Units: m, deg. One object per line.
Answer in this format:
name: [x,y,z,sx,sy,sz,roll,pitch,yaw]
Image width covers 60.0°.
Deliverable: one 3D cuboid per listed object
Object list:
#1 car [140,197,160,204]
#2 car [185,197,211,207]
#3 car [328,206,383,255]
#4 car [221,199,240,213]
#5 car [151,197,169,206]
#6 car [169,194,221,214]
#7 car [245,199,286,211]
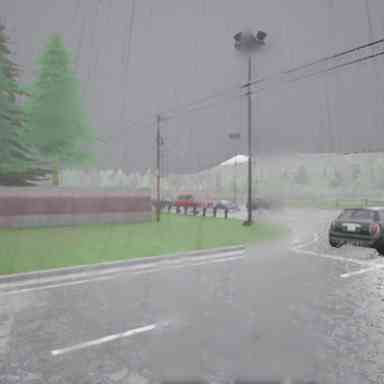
car: [-8.301,1.627,65.614,1.895,1.301,4.718,0,0,-36]
car: [0.856,1.590,52.826,1.994,1.385,4.181,0,0,-36]
car: [7.589,1.364,13.458,4.553,1.767,2.097,0,0,-35]
car: [3.380,1.547,37.367,1.812,1.442,4.674,0,0,-36]
car: [-3.656,1.498,47.103,1.882,1.535,5.008,0,0,-36]
car: [0.235,1.238,35.737,2.150,2.045,5.566,0,0,-36]
car: [9.087,1.575,41.424,2.033,1.411,5.357,0,0,-36]
